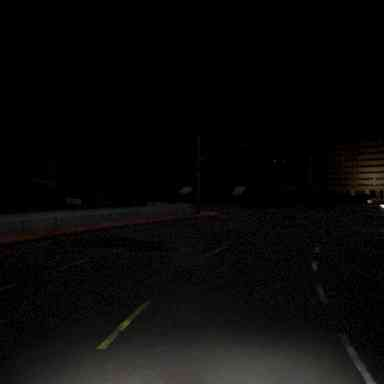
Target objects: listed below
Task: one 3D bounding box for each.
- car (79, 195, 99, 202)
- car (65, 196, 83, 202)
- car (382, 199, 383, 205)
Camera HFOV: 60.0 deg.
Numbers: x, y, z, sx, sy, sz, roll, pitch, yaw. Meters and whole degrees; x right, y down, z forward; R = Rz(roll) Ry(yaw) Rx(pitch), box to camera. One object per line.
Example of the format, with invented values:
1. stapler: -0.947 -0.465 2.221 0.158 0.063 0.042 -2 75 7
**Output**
1. car: -20.831 1.380 67.247 4.718 1.301 1.895 1 0 44
2. car: -23.319 1.321 64.785 4.181 1.385 1.994 1 0 44
3. car: 37.532 1.566 62.765 2.097 1.767 4.553 1 0 44
